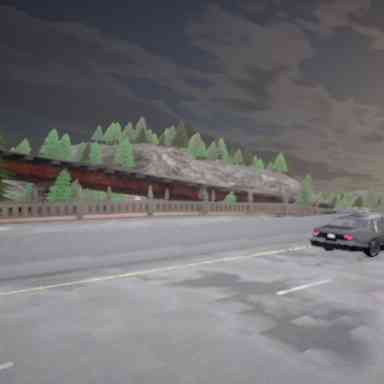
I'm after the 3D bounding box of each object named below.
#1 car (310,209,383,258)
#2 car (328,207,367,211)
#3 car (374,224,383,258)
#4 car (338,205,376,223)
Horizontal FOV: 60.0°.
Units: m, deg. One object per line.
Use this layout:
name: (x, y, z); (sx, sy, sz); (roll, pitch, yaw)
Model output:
car: (6.843, 1.569, 12.922); (5.357, 1.411, 2.033); (0, 0, -35)
car: (14.373, 2.082, 31.430); (5.357, 1.411, 2.033); (4, -2, -35)
car: (6.858, 1.581, 8.634); (4.181, 1.385, 1.994); (0, 0, -35)
car: (19.604, 2.589, 39.440); (4.553, 1.767, 2.097); (7, -4, -35)
